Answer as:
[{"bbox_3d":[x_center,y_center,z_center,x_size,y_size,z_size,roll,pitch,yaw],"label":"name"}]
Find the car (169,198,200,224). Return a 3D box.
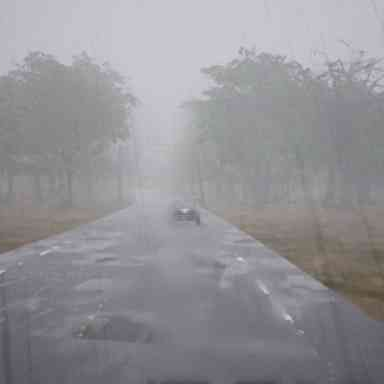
[{"bbox_3d":[-0.578,1.306,24.167,2.097,1.767,4.553,0,0,-3],"label":"car"}]

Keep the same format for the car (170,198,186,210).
[{"bbox_3d":[-1.862,1.476,42.855,1.895,1.301,4.718,0,0,-5],"label":"car"}]
